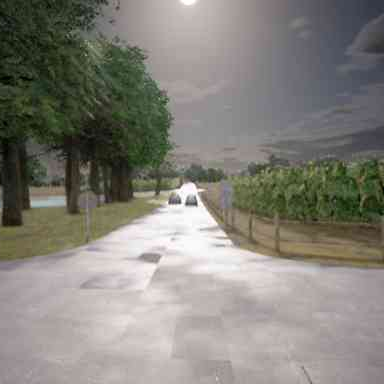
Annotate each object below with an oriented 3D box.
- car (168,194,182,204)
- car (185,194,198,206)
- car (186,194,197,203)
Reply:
[{"bbox_3d":[-2.817,1.114,55.607,2.097,1.767,4.553,0,1,0],"label":"car"},{"bbox_3d":[-0.063,1.398,51.412,1.994,1.385,4.181,0,1,0],"label":"car"},{"bbox_3d":[-0.075,1.118,61.411,1.882,1.535,5.008,0,1,0],"label":"car"}]
